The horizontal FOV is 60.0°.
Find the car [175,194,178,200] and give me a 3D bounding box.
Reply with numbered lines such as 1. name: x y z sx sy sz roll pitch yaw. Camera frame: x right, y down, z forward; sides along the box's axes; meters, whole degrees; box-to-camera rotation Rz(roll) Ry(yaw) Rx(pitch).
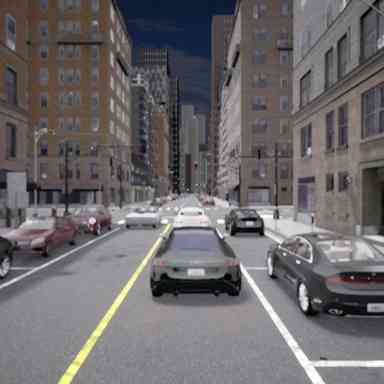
1. car: -5.765 1.487 93.270 2.192 1.841 5.009 0 0 0

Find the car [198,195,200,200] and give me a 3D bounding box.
1. car: 2.770 1.628 66.232 2.008 1.369 4.403 0 0 0

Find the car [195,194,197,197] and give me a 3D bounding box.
1. car: 2.760 1.487 93.277 2.192 1.841 5.009 0 0 0

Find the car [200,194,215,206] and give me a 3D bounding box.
1. car: 2.772 1.494 55.414 1.967 1.590 4.097 0 0 0

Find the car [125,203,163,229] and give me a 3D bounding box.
1. car: -3.045 1.609 21.669 1.895 1.301 4.718 0 0 0

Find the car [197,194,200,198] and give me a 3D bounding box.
1. car: 2.766 1.549 77.050 1.967 1.590 4.097 0 0 0

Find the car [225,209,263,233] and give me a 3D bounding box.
1. car: 2.817 1.573 18.324 1.947 1.339 4.313 0 0 0

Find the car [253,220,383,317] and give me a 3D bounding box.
1. car: 2.840 1.553 7.321 2.008 1.369 4.403 0 0 0

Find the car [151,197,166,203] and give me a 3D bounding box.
1. car: -5.752 1.636 55.409 1.802 1.307 4.206 0 0 0

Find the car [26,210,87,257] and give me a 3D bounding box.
1. car: -5.697 1.586 12.805 1.802 1.307 4.206 0 0 0

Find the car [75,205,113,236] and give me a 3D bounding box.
1. car: -5.709 1.447 18.306 1.967 1.590 4.097 0 0 0

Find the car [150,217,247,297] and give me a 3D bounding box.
1. car: 0.065 1.567 8.641 1.994 1.385 4.181 0 0 -1

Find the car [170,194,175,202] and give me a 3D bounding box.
1. car: -5.760 1.652 82.282 1.752 1.417 4.829 0 0 0

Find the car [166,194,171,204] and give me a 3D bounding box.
1. car: -5.755 1.628 66.226 2.008 1.369 4.403 0 0 0

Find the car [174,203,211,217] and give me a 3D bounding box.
1. car: -0.002 1.532 17.538 1.812 1.442 4.674 0 0 1

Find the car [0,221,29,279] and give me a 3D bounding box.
1. car: -5.685 1.568 7.303 1.947 1.339 4.313 0 0 0
